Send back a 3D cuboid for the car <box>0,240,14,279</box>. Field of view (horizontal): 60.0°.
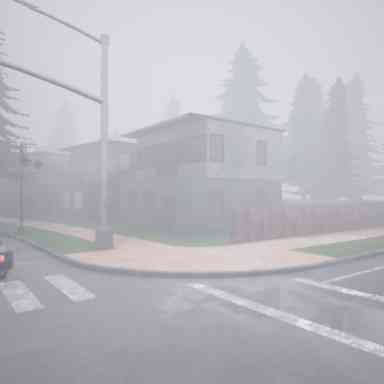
[{"bbox_3d":[-6.392,1.599,9.149,1.895,1.301,4.718,0,0,-39],"label":"car"}]
